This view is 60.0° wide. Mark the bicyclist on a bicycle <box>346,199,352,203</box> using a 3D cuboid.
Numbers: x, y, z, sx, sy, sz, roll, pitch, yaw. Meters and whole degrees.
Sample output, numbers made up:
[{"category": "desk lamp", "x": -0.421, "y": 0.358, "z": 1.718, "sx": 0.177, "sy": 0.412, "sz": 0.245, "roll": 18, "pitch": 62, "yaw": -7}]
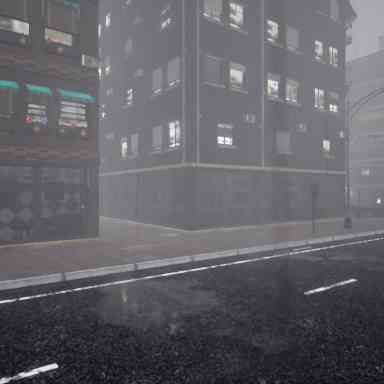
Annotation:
[{"category": "bicyclist on a bicycle", "x": 21.417, "y": 1.591, "z": 45.344, "sx": 1.656, "sy": 1.620, "sz": 0.582, "roll": -1, "pitch": 0, "yaw": -36}]

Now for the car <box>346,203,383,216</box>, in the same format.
[{"category": "car", "x": 17.741, "y": 1.845, "z": 35.603, "sx": 1.895, "sy": 1.301, "sz": 4.718, "roll": 0, "pitch": -1, "yaw": -39}]
